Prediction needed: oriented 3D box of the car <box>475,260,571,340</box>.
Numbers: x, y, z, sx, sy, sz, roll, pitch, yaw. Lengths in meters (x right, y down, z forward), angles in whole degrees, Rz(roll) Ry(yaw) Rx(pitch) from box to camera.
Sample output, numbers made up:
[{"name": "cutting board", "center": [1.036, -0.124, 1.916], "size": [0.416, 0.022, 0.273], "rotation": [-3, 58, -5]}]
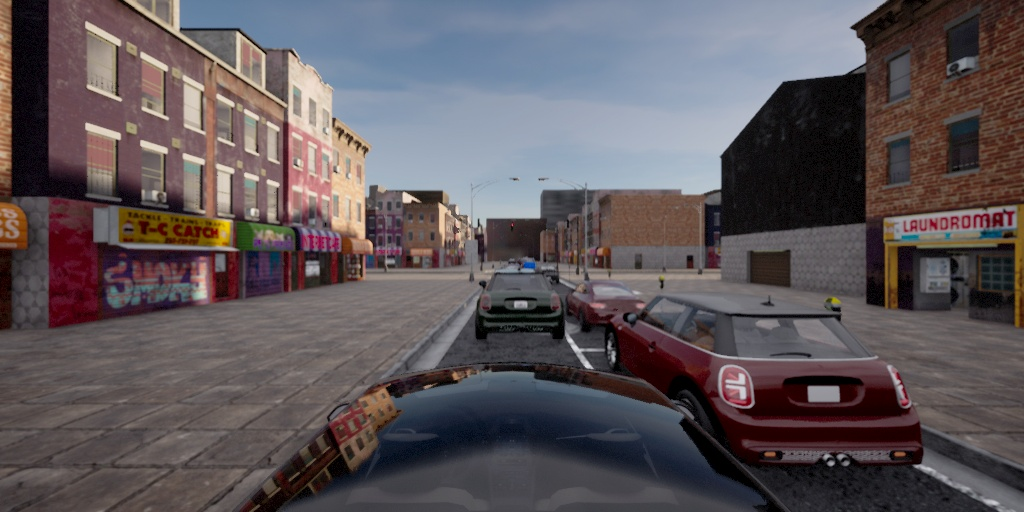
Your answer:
[{"name": "car", "center": [0.125, 1.112, 10.157], "size": [2.097, 1.767, 4.553], "rotation": [0, 0, -2]}]

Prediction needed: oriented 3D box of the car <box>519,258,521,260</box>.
[{"name": "car", "center": [2.665, 1.345, 60.166], "size": [1.967, 1.591, 4.097], "rotation": [0, 0, 0]}]

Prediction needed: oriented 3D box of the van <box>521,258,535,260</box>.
[{"name": "van", "center": [2.663, 1.227, 54.691], "size": [1.690, 1.789, 3.998], "rotation": [0, 0, 0]}]

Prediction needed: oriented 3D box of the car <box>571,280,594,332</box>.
[{"name": "car", "center": [2.641, 1.342, 10.652], "size": [1.802, 1.307, 4.207], "rotation": [0, 0, 0]}]

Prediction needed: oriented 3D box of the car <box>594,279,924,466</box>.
[{"name": "car", "center": [2.639, 1.193, 4.972], "size": [1.967, 1.591, 4.097], "rotation": [0, 0, 0]}]
